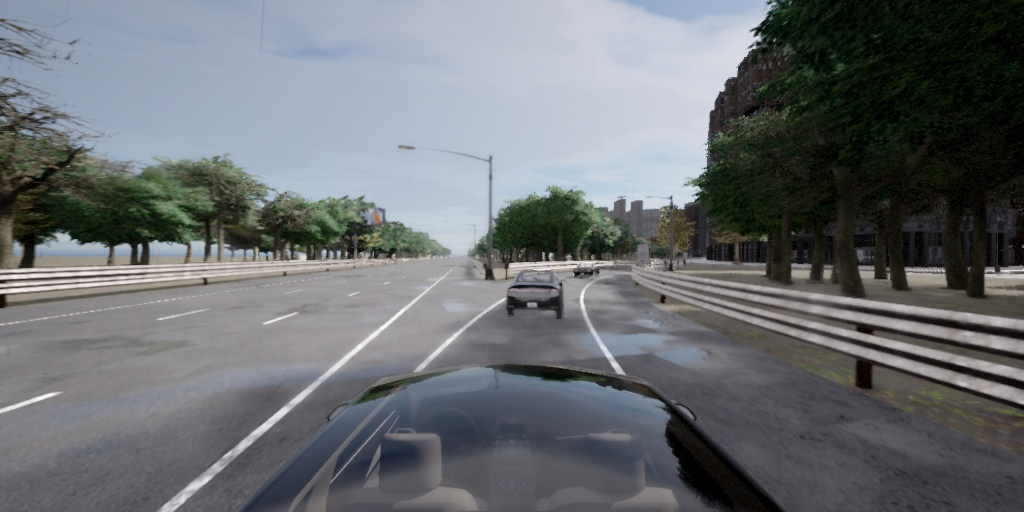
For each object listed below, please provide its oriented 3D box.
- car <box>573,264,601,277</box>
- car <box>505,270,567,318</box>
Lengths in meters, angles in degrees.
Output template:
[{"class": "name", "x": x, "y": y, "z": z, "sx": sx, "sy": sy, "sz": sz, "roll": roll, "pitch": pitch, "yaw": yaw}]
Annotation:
[{"class": "car", "x": 7.634, "y": 1.406, "z": 36.003, "sx": 1.895, "sy": 1.301, "sz": 4.718, "roll": 0, "pitch": 0, "yaw": 25}, {"class": "car", "x": 0.954, "y": 1.262, "z": 13.154, "sx": 2.128, "sy": 1.511, "sz": 4.902, "roll": 0, "pitch": 0, "yaw": 8}]
